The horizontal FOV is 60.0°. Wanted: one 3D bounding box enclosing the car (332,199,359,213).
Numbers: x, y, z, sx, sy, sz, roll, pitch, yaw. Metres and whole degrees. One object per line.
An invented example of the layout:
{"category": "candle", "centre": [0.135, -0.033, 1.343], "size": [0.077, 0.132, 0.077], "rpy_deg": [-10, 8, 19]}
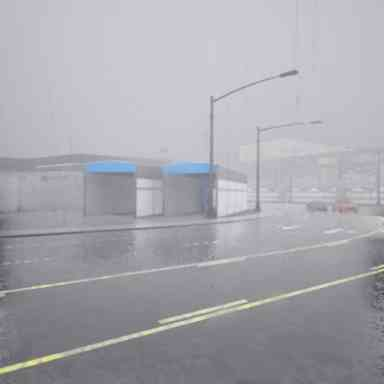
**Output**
{"category": "car", "centre": [19.353, 1.725, 42.008], "size": [2.097, 1.767, 4.553], "rpy_deg": [0, 0, 8]}

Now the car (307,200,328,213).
{"category": "car", "centre": [15.840, 1.862, 42.252], "size": [1.837, 1.490, 4.892], "rpy_deg": [0, -1, 9]}
